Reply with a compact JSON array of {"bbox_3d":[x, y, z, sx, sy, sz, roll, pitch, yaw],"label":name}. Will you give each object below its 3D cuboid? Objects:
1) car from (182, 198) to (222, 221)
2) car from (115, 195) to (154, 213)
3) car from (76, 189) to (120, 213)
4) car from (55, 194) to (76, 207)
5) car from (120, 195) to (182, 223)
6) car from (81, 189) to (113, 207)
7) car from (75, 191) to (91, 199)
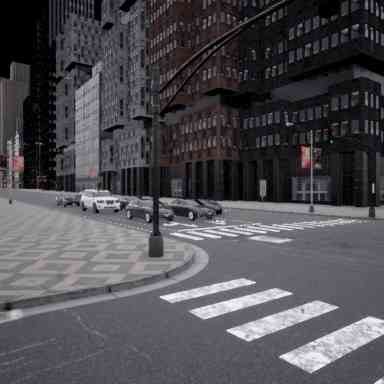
[{"bbox_3d":[-0.248,1.239,24.979,1.837,1.490,4.892,0,1,-38],"label":"car"},{"bbox_3d":[-5.689,1.107,32.569,1.837,1.490,4.892,0,1,-36],"label":"car"},{"bbox_3d":[-8.698,0.819,31.185,2.150,2.045,5.566,0,1,-36],"label":"car"},{"bbox_3d":[-14.909,0.991,39.808,2.033,1.411,5.357,0,1,-36],"label":"car"},{"bbox_3d":[-3.013,1.240,23.299,1.837,1.490,4.892,0,1,-36],"label":"car"},{"bbox_3d":[-11.835,0.671,41.111,2.150,2.045,5.566,0,1,-35],"label":"car"},{"bbox_3d":[-21.843,0.563,66.416,1.812,1.442,4.674,0,1,-36],"label":"car"}]
